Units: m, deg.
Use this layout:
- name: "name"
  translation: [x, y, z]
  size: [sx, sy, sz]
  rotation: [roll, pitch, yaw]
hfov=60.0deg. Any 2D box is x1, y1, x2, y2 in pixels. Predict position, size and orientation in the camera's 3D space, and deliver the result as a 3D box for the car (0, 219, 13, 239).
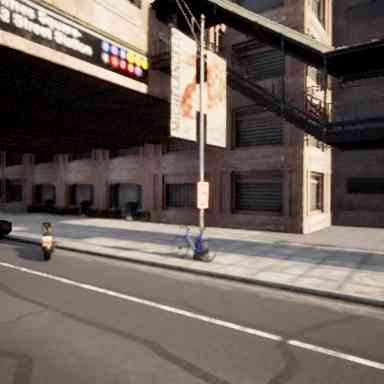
- name: "car"
  translation: [-10.228, 1.485, 15.125]
  size: [4.718, 1.301, 1.895]
  rotation: [0, 0, 35]
